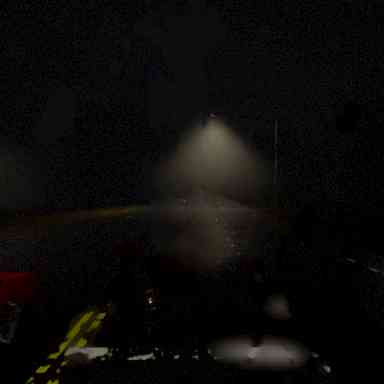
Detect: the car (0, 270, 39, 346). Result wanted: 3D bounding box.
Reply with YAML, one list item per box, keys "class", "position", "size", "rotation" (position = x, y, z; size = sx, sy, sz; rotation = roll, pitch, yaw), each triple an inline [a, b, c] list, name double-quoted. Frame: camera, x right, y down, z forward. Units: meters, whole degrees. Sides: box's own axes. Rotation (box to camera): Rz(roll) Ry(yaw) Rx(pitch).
- class: "car"
  position: [-3.563, 1.576, 3.528]
  size: [1.895, 1.301, 4.718]
  rotation: [0, 0, 0]

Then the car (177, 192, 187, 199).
- class: "car"
  position: [-2.084, 0.834, 72.401]
  size: [2.128, 1.511, 4.902]
  rotation: [0, 1, 3]
